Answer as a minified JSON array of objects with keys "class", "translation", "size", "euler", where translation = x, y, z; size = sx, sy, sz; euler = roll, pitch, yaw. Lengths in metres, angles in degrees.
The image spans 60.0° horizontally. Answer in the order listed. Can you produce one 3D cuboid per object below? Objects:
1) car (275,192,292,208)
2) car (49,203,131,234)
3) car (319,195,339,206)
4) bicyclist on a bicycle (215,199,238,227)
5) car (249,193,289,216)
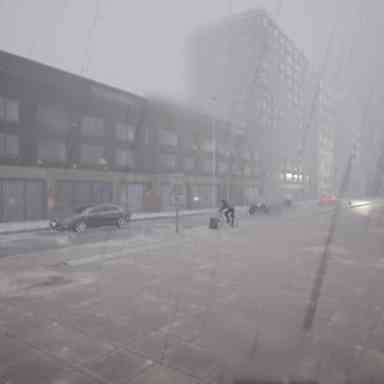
[{"class":"car","translation":[10.863,1.083,41.948],"size":[2.150,2.045,5.566],"euler":[0,0,36]},{"class":"car","translation":[-5.636,1.412,18.935],"size":[1.837,1.490,4.892],"euler":[0,0,36]},{"class":"car","translation":[21.205,1.219,51.441],"size":[2.097,1.767,4.553],"euler":[0,0,36]},{"class":"bicyclist on a bicycle","translation":[1.965,1.237,19.493],"size":[1.656,1.620,0.582],"euler":[0,0,36]},{"class":"car","translation":[7.293,1.247,31.953],"size":[2.097,1.767,4.553],"euler":[0,0,36]}]
